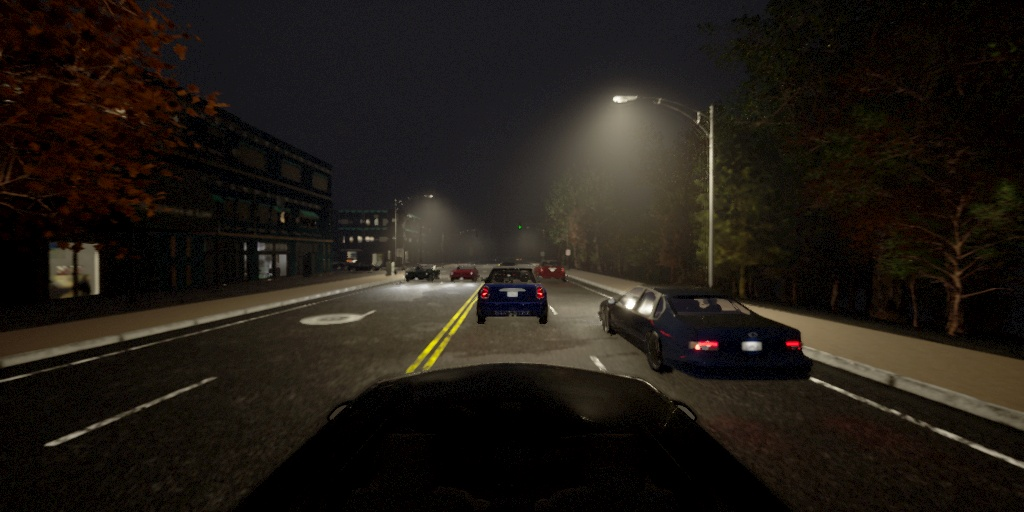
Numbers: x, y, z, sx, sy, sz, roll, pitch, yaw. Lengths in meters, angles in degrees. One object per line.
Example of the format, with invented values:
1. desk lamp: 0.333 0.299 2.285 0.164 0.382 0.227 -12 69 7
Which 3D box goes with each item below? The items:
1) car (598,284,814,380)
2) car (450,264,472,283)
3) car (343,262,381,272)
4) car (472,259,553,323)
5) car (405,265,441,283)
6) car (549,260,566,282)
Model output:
1. car: 3.303 1.294 7.486 2.033 1.411 5.357 0 0 -1
2. car: -3.688 1.344 28.299 1.895 1.301 4.718 0 0 -1
3. car: -20.633 1.560 50.168 4.313 1.339 1.948 0 0 -1
4. car: -0.012 1.099 12.254 2.097 1.767 4.553 0 0 -1
5. car: -6.937 1.345 28.171 1.895 1.301 4.718 0 0 -1
6. car: 2.994 1.092 28.933 2.097 1.767 4.553 0 0 -1
